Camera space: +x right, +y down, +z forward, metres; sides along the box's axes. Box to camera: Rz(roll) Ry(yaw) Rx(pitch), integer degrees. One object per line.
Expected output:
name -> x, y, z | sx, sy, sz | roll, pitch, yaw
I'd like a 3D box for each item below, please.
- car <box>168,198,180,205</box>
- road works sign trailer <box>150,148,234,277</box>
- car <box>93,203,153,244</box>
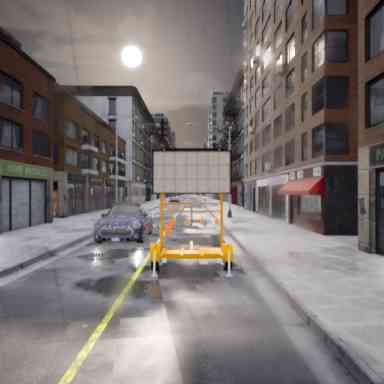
car -> -3.131, 1.627, 58.535 | 1.895, 1.301, 4.718 | 0, 0, 0
road works sign trailer -> -0.008, 0.463, 10.225 | 2.380, 3.560, 2.880 | 0, 0, 0
car -> -3.114, 1.352, 15.805 | 2.097, 1.767, 4.553 | 0, 0, 0
